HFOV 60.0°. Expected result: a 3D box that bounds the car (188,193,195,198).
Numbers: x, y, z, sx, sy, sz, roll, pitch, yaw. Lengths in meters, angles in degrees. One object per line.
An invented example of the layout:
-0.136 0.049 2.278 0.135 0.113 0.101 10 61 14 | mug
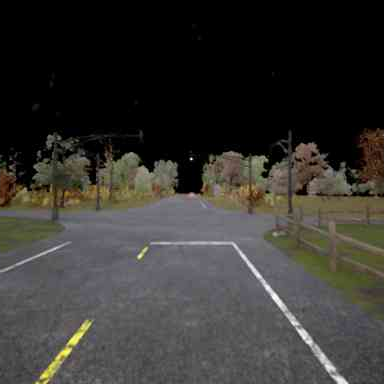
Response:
-0.079 0.917 88.649 1.812 1.442 4.674 0 0 0 | car

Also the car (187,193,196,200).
-0.070 0.948 78.614 2.097 1.767 4.553 0 0 0 | car
